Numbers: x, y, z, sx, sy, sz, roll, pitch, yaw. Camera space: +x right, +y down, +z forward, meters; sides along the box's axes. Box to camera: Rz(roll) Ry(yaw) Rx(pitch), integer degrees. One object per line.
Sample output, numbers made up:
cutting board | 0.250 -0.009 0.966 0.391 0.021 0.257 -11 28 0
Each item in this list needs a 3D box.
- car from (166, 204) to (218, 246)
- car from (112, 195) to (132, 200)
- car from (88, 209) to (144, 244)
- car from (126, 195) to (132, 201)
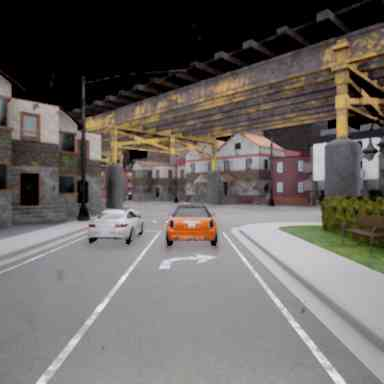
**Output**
car | 0.003 1.341 15.316 2.097 1.767 4.553 0 0 0
car | -16.955 1.244 80.629 4.536 1.218 1.853 0 0 -15
car | -3.480 1.515 15.693 1.812 1.442 4.674 0 0 1
car | -17.006 1.402 80.616 4.974 1.542 2.038 0 0 -15
